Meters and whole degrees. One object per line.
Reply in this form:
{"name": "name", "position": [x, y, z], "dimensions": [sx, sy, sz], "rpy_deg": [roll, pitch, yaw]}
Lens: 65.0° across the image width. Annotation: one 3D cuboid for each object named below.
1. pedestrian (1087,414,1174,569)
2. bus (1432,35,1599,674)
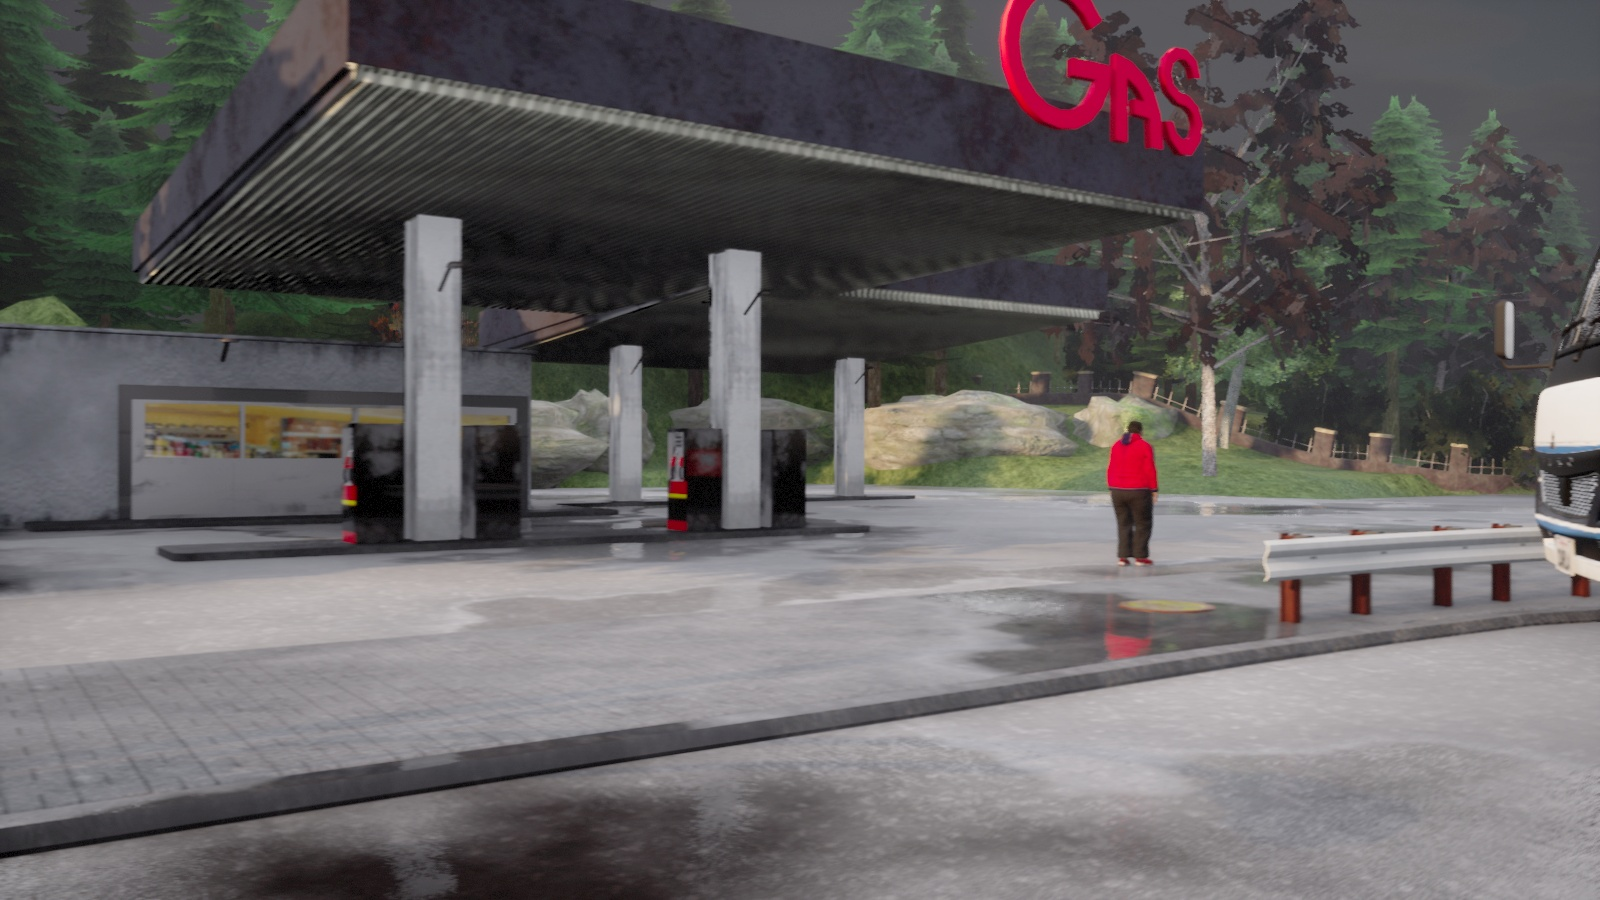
{"name": "pedestrian", "position": [4.078, 0.494, 15.492], "dimensions": [0.899, 1.844, 0.634], "rpy_deg": [0, 0, -41]}
{"name": "bus", "position": [10.290, -0.637, 8.604], "dimensions": [10.273, 4.253, 3.944], "rpy_deg": [0, 0, 21]}
